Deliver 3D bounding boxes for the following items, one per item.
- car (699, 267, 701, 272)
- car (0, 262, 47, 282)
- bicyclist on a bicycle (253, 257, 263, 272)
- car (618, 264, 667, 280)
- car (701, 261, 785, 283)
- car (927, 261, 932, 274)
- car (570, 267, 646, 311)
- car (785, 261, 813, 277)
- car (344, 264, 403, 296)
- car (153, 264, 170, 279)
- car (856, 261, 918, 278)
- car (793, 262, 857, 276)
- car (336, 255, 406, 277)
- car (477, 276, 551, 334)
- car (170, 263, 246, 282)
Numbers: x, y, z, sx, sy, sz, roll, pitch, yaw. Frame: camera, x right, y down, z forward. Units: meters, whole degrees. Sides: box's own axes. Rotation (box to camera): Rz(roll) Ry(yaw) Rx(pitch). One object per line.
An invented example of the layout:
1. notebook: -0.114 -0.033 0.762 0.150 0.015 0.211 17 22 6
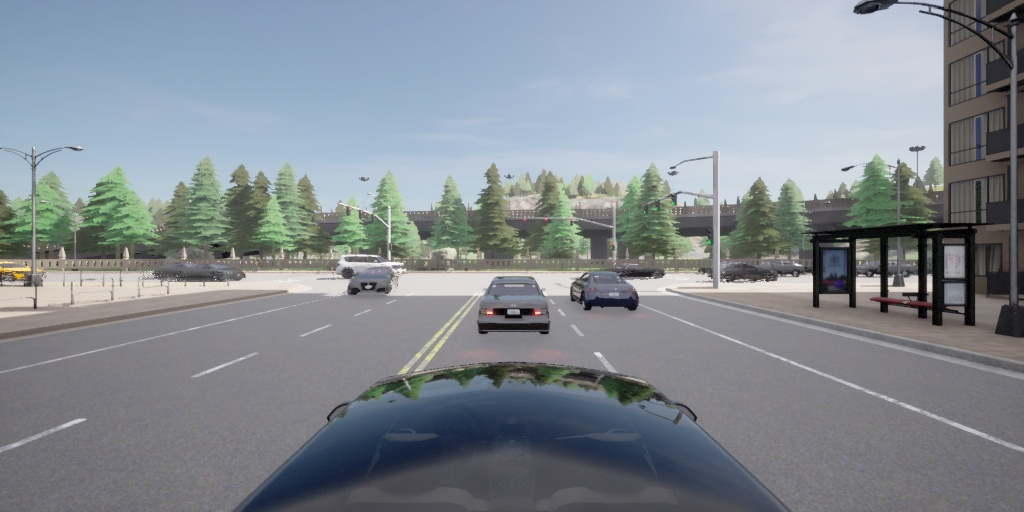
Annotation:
1. car: 22.405 1.239 37.129 5.357 1.411 2.033 0 0 1
2. car: -38.466 1.170 27.103 5.008 1.535 1.882 0 0 -2
3. bicyclist on a bicycle: -29.468 0.992 41.636 0.582 1.620 1.656 0 0 1
4. car: 10.310 1.292 30.116 4.718 1.301 1.895 0 0 1
5. car: 16.968 1.218 26.531 4.674 1.442 1.812 0 0 1
6. car: 41.012 1.218 35.155 4.674 1.442 1.812 0 0 17
7. car: 3.577 1.313 14.551 1.994 1.385 4.181 0 0 0
8. car: 24.522 1.184 33.549 4.902 1.511 2.128 0 0 2
9. car: -7.325 1.313 19.390 1.994 1.385 4.181 0 0 -10
10. car: -27.805 1.256 30.584 4.181 1.385 1.994 0 0 0
11. car: 33.860 1.184 33.006 4.902 1.511 2.128 0 0 6
12. car: 31.984 1.293 36.729 4.718 1.301 1.895 0 0 4
13. car: -11.924 0.914 30.417 5.566 2.045 2.150 0 0 1
14. car: 0.058 1.297 10.540 2.033 1.411 5.357 0 0 1
15. car: -22.594 1.257 27.041 4.181 1.385 1.994 0 0 1
